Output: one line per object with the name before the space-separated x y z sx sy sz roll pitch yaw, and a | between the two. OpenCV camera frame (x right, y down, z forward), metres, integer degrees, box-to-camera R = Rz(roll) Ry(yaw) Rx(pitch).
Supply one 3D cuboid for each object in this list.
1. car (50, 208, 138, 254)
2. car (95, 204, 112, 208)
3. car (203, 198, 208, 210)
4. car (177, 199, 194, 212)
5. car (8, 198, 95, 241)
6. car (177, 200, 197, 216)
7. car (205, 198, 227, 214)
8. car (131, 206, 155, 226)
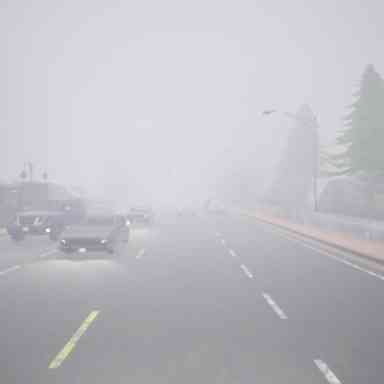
car | -3.832 1.639 14.152 2.033 1.411 5.357 0 0 -1
car | -7.567 1.703 27.540 1.812 1.442 4.674 0 0 -1
car | 2.675 1.658 48.006 2.097 1.767 4.553 0 0 0
car | -0.800 1.775 44.409 2.128 1.511 4.902 0 0 -1
car | -7.335 1.336 17.711 2.150 2.045 5.566 0 0 3
car | -0.572 1.750 35.152 1.812 1.442 4.674 0 0 -1
car | 2.871 1.775 39.025 1.812 1.442 4.674 0 0 -1
car | -3.957 1.763 25.251 1.895 1.301 4.718 0 0 -1
